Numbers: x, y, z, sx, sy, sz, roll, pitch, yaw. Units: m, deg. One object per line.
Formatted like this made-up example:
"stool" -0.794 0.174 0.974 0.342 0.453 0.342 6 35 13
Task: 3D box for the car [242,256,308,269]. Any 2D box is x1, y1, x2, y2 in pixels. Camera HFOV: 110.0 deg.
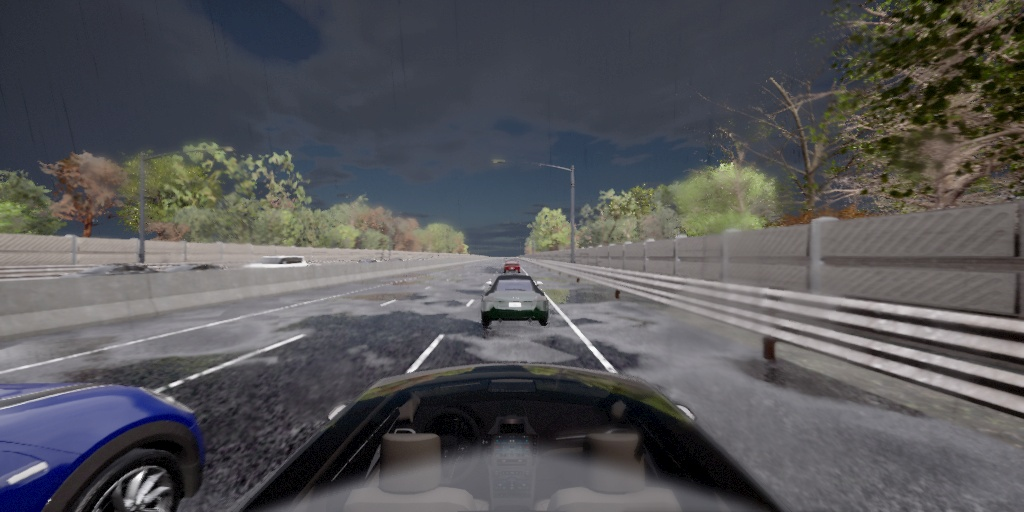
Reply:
"car" -17.657 0.979 26.924 2.150 2.045 5.566 0 0 0

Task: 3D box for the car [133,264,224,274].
"car" -21.148 1.262 23.450 1.837 1.490 4.892 0 0 0

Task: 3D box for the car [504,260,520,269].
"car" 0.000 1.237 43.640 1.882 1.535 5.008 0 0 0

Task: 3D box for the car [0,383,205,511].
"car" -3.405 1.102 0.845 2.097 1.767 4.553 0 0 0

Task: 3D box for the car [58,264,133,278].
"car" -24.644 1.263 22.116 1.837 1.490 4.892 0 0 0

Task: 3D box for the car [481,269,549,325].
"car" 0.079 1.316 11.906 1.994 1.385 4.181 0 0 0
